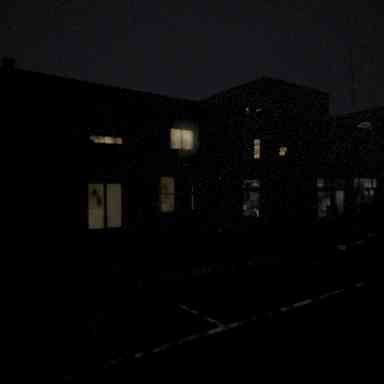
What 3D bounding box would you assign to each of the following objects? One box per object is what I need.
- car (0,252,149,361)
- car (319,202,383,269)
[{"bbox_3d":[-2.641,1.581,4.678,4.206,1.307,1.802,0,0,-35],"label":"car"},{"bbox_3d":[6.386,1.288,11.117,5.009,1.841,2.192,0,0,-35],"label":"car"}]
